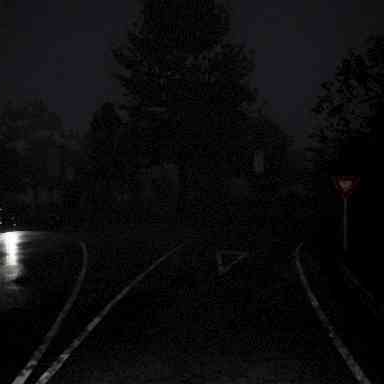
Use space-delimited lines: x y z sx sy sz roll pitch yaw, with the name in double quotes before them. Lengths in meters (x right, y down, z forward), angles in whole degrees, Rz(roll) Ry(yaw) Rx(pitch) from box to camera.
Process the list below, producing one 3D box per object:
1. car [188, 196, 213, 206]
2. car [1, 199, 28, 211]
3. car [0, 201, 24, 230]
"car" 1.178 1.321 49.347 5.357 1.411 2.033 1 0 17
"car" -19.689 1.395 35.761 1.994 1.385 4.181 0 0 10
"car" -11.315 1.412 18.465 4.181 1.385 1.994 0 0 43
